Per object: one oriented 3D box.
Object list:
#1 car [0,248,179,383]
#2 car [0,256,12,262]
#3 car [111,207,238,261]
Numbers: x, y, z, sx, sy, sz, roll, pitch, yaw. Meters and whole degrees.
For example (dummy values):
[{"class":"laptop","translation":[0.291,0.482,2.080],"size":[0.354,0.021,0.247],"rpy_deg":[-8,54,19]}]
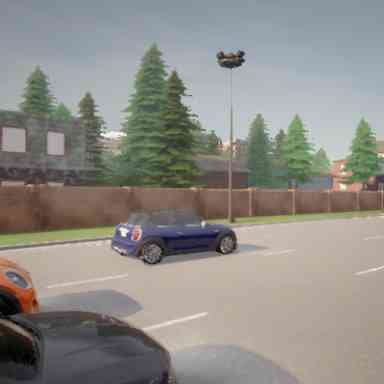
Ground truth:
[{"class":"car","translation":[-2.351,1.502,2.069],"size":[4.892,1.490,1.837],"rpy_deg":[0,0,-35]},{"class":"car","translation":[-4.679,1.345,4.707],"size":[4.553,1.767,2.097],"rpy_deg":[0,0,-35]},{"class":"car","translation":[-0.476,1.388,12.025],"size":[4.553,1.767,2.097],"rpy_deg":[1,0,-35]}]
